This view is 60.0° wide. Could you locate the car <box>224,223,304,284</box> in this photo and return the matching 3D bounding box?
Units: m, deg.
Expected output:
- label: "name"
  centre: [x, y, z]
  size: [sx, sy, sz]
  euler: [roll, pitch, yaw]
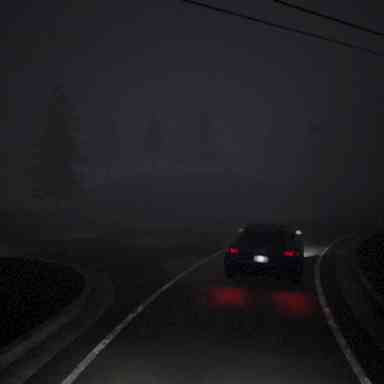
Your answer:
- label: "car"
  centre: [2.260, 1.596, 9.895]
  size: [1.994, 1.385, 4.181]
  euler: [0, 0, 18]
